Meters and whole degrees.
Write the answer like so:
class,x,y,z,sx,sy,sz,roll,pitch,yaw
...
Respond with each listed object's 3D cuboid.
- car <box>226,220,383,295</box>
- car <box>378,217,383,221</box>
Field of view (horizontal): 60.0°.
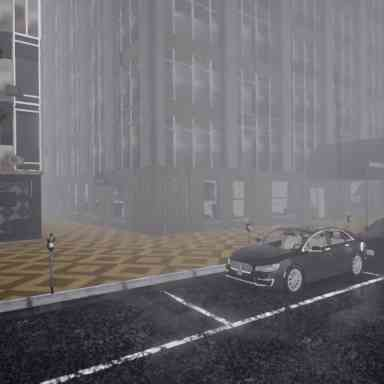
class,x,y,z,sx,sy,sz,roll,pitch,yaw
car,2.822,1.549,8.609,4.403,1.369,2.008,0,-1,-36
car,7.439,1.563,11.924,4.313,1.339,1.947,0,-1,-36
